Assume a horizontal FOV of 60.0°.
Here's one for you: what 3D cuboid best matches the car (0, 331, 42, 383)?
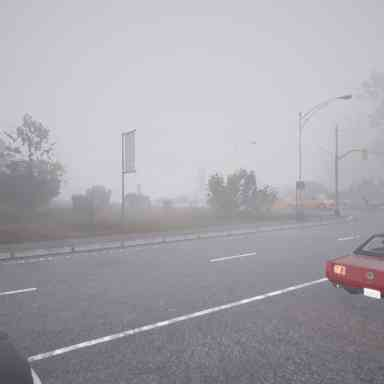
[{"bbox_3d":[-3.171,1.601,1.471,4.718,1.301,1.895,0,0,-36],"label":"car"}]

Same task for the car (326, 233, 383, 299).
[{"bbox_3d":[5.133,1.569,7.433,4.718,1.301,1.895,0,0,-36],"label":"car"}]

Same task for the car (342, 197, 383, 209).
[{"bbox_3d":[20.283,1.311,40.204,1.895,1.301,4.718,-1,0,-37],"label":"car"}]

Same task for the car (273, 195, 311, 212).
[{"bbox_3d":[9.948,1.276,36.466,1.882,1.535,5.008,-1,0,-39],"label":"car"}]

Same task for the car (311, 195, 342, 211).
[{"bbox_3d":[13.785,1.121,37.284,2.097,1.767,4.553,-1,0,-39],"label":"car"}]

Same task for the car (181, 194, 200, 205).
[{"bbox_3d":[-0.707,1.134,55.269,2.097,1.767,4.553,-1,0,-39],"label":"car"}]

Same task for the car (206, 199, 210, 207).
[{"bbox_3d":[3.974,1.281,43.872,1.882,1.535,5.008,-1,0,-39],"label":"car"}]

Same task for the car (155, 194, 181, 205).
[{"bbox_3d":[-4.310,1.373,54.165,1.994,1.385,4.181,-1,0,-39],"label":"car"}]
